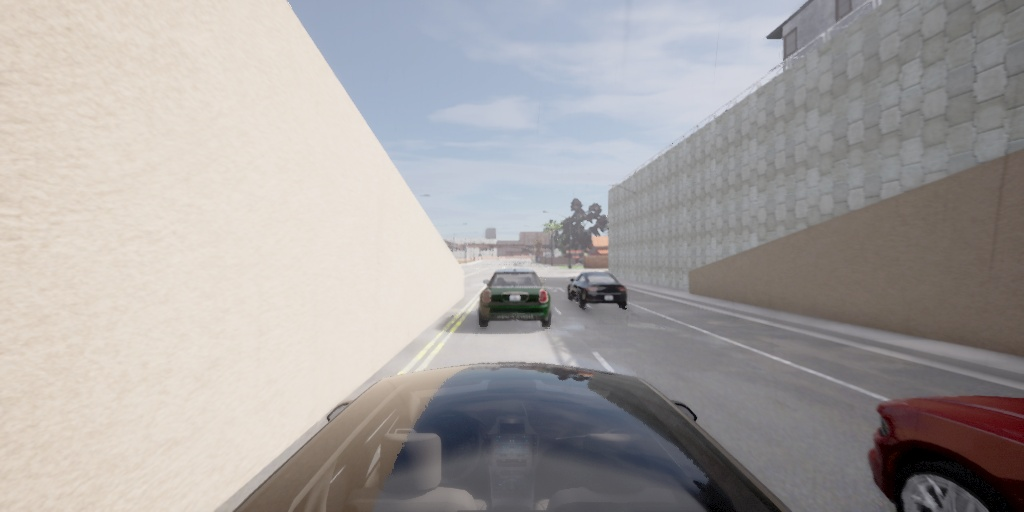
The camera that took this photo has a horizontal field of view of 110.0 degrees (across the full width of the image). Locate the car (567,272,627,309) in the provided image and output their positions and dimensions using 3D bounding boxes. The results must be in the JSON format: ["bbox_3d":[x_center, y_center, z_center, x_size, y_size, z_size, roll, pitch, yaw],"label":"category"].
[{"bbox_3d":[3.572,1.393,15.520,1.812,1.442,4.674,0,0,0],"label":"car"}]

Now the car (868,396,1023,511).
[{"bbox_3d":[3.605,1.218,0.581,1.882,1.535,5.008,0,-1,0],"label":"car"}]

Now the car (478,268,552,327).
[{"bbox_3d":[0.086,1.190,11.986,2.097,1.767,4.553,0,0,0],"label":"car"}]
